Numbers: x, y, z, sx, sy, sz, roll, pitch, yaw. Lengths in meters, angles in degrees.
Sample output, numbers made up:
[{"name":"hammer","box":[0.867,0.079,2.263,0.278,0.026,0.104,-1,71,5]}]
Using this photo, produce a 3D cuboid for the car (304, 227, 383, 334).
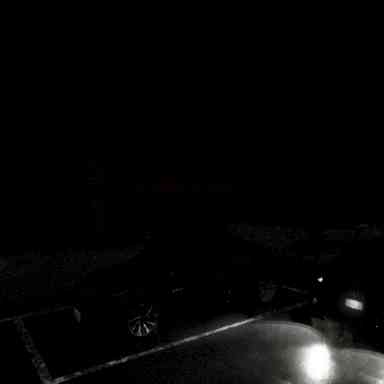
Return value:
[{"name":"car","box":[4.140,1.564,6.329,4.181,1.385,1.994,0,0,-35]}]

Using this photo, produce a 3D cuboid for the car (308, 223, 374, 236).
[{"name":"car","box":[4.445,1.582,9.702,4.206,1.307,1.802,0,0,-35]}]

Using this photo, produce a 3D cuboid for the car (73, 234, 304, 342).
[{"name":"car","box":[-0.036,1.566,6.510,4.313,1.339,1.947,0,0,-35]}]
